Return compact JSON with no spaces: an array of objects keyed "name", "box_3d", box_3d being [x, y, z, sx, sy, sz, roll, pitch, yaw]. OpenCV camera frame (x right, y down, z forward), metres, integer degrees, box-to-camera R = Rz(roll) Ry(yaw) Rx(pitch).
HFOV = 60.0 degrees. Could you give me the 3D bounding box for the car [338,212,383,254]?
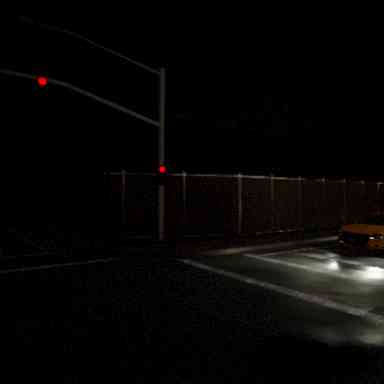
[{"name":"car","box_3d":[8.191,1.600,14.122,5.008,1.535,1.882,1,0,-35]}]
